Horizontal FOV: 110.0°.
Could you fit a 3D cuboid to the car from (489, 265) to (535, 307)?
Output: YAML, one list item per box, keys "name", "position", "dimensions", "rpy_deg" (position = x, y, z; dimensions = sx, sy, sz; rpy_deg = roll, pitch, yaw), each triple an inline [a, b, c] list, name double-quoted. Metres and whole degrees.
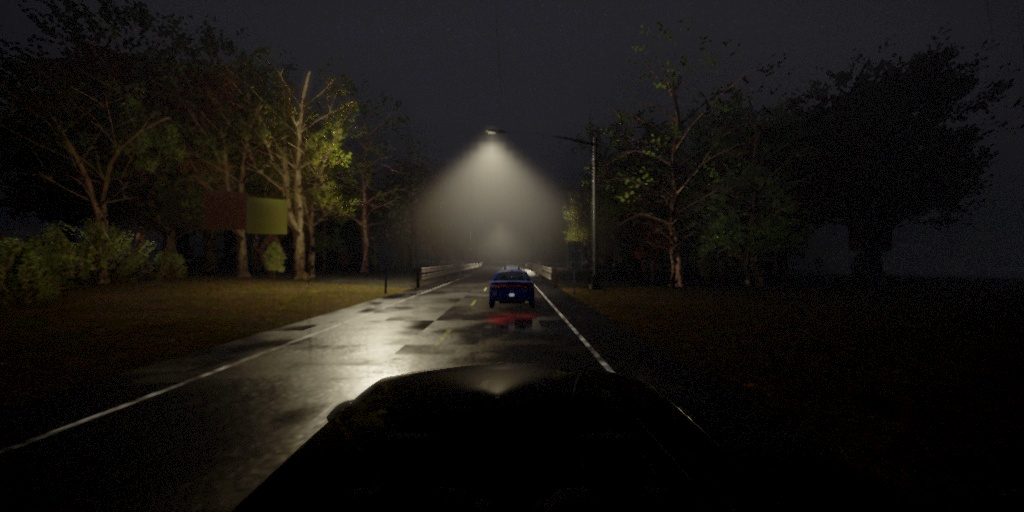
- name: "car"
  position: [0.003, 1.365, 16.327]
  dimensions: [1.882, 1.535, 5.008]
  rpy_deg: [0, 0, 0]
